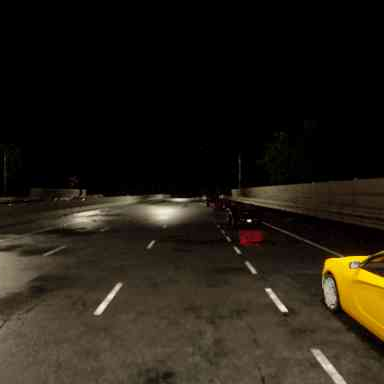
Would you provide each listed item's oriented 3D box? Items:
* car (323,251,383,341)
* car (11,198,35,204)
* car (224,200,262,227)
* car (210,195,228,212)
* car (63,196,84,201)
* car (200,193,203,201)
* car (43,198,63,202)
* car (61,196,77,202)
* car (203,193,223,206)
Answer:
[{"bbox_3d":[3.501,1.474,4.588,1.882,1.535,5.008,0,0,0],"label":"car"},{"bbox_3d":[-24.555,1.572,48.373,1.994,1.385,4.181,0,0,0],"label":"car"},{"bbox_3d":[3.498,1.504,22.736,1.837,1.490,4.892,0,0,0],"label":"car"},{"bbox_3d":[3.498,1.485,39.218,1.882,1.535,5.008,0,0,0],"label":"car"},{"bbox_3d":[-17.552,1.536,50.844,1.812,1.442,4.674,0,0,1],"label":"car"},{"bbox_3d":[3.545,1.657,83.332,1.895,1.301,4.718,0,0,0],"label":"car"},{"bbox_3d":[-21.044,1.557,50.519,2.033,1.411,5.357,0,0,1],"label":"car"},{"bbox_3d":[-27.978,1.517,75.715,1.895,1.301,4.718,0,0,0],"label":"car"},{"bbox_3d":[3.497,1.239,55.773,2.150,2.045,5.566,0,0,0],"label":"car"}]
